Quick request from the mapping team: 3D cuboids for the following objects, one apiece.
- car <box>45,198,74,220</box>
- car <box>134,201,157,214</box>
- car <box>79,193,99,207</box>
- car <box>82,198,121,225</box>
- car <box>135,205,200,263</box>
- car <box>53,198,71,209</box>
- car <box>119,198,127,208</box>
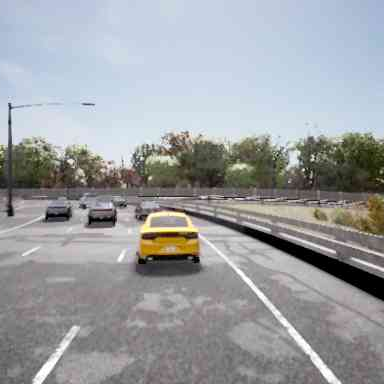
[{"bbox_3d":[-11.058,1.473,27.930,2.128,1.511,4.902,0,0,-15],"label":"car"},{"bbox_3d":[-3.736,1.499,27.967,2.033,1.411,5.357,0,0,-15],"label":"car"},{"bbox_3d":[-14.576,1.170,47.139,2.150,2.045,5.566,0,0,-26],"label":"car"},{"bbox_3d":[-6.313,1.462,23.641,2.128,1.511,4.902,0,0,-13],"label":"car"},{"bbox_3d":[-0.886,1.454,11.924,1.882,1.535,5.008,0,0,-6],"label":"car"},{"bbox_3d":[-17.978,1.530,45.994,1.994,1.385,4.181,0,0,-26],"label":"car"},{"bbox_3d":[-10.544,1.483,46.843,2.033,1.411,5.357,0,0,-25],"label":"car"}]
